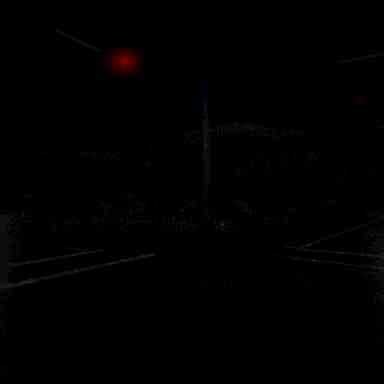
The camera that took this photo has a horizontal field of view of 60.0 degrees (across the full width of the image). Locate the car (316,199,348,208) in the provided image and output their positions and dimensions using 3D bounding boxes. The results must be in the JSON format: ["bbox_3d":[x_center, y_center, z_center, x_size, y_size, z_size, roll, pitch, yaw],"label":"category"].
[{"bbox_3d":[25.131,2.165,60.198,5.027,1.636,2.152,-1,-1,37],"label":"car"}]

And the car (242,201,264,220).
[{"bbox_3d":[4.643,1.932,32.744,3.806,1.475,1.970,-1,-1,37],"label":"car"}]

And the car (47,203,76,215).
[{"bbox_3d":[-17.790,2.249,45.392,3.806,1.475,1.970,-1,-1,37],"label":"car"}]

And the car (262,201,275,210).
[{"bbox_3d":[11.889,2.205,55.313,3.633,1.501,1.845,-1,-1,37],"label":"car"}]

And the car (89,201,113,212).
[{"bbox_3d":[-14.204,2.226,50.724,5.027,1.636,2.152,-1,-1,37],"label":"car"}]

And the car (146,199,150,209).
[{"bbox_3d":[-6.537,2.247,60.967,3.866,1.878,1.905,-1,-1,37],"label":"car"}]

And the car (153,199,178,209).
[{"bbox_3d":[-5.126,2.298,63.540,4.605,1.855,1.932,-1,-1,37],"label":"car"}]

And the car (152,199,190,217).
[{"bbox_3d":[-2.170,1.825,37.798,4.605,1.855,1.932,-1,-1,37],"label":"car"}]

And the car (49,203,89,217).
[{"bbox_3d":[-14.342,2.157,38.236,4.514,1.523,2.007,-1,-1,37],"label":"car"}]

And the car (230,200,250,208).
[{"bbox_3d":[10.278,2.565,71.498,3.806,1.475,1.970,-1,-1,37],"label":"car"}]

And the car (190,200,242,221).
[{"bbox_3d":[2.158,1.634,30.454,3.866,1.878,1.905,-1,-1,37],"label":"car"}]

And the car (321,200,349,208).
[{"bbox_3d":[26.969,2.199,62.741,4.514,1.523,2.007,-1,-1,37],"label":"car"}]

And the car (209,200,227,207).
[{"bbox_3d":[6.124,2.714,78.329,3.633,1.501,1.845,-1,-1,37],"label":"car"}]

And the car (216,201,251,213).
[{"bbox_3d":[5.866,2.108,47.340,4.514,1.523,2.007,-1,-1,37],"label":"car"}]
